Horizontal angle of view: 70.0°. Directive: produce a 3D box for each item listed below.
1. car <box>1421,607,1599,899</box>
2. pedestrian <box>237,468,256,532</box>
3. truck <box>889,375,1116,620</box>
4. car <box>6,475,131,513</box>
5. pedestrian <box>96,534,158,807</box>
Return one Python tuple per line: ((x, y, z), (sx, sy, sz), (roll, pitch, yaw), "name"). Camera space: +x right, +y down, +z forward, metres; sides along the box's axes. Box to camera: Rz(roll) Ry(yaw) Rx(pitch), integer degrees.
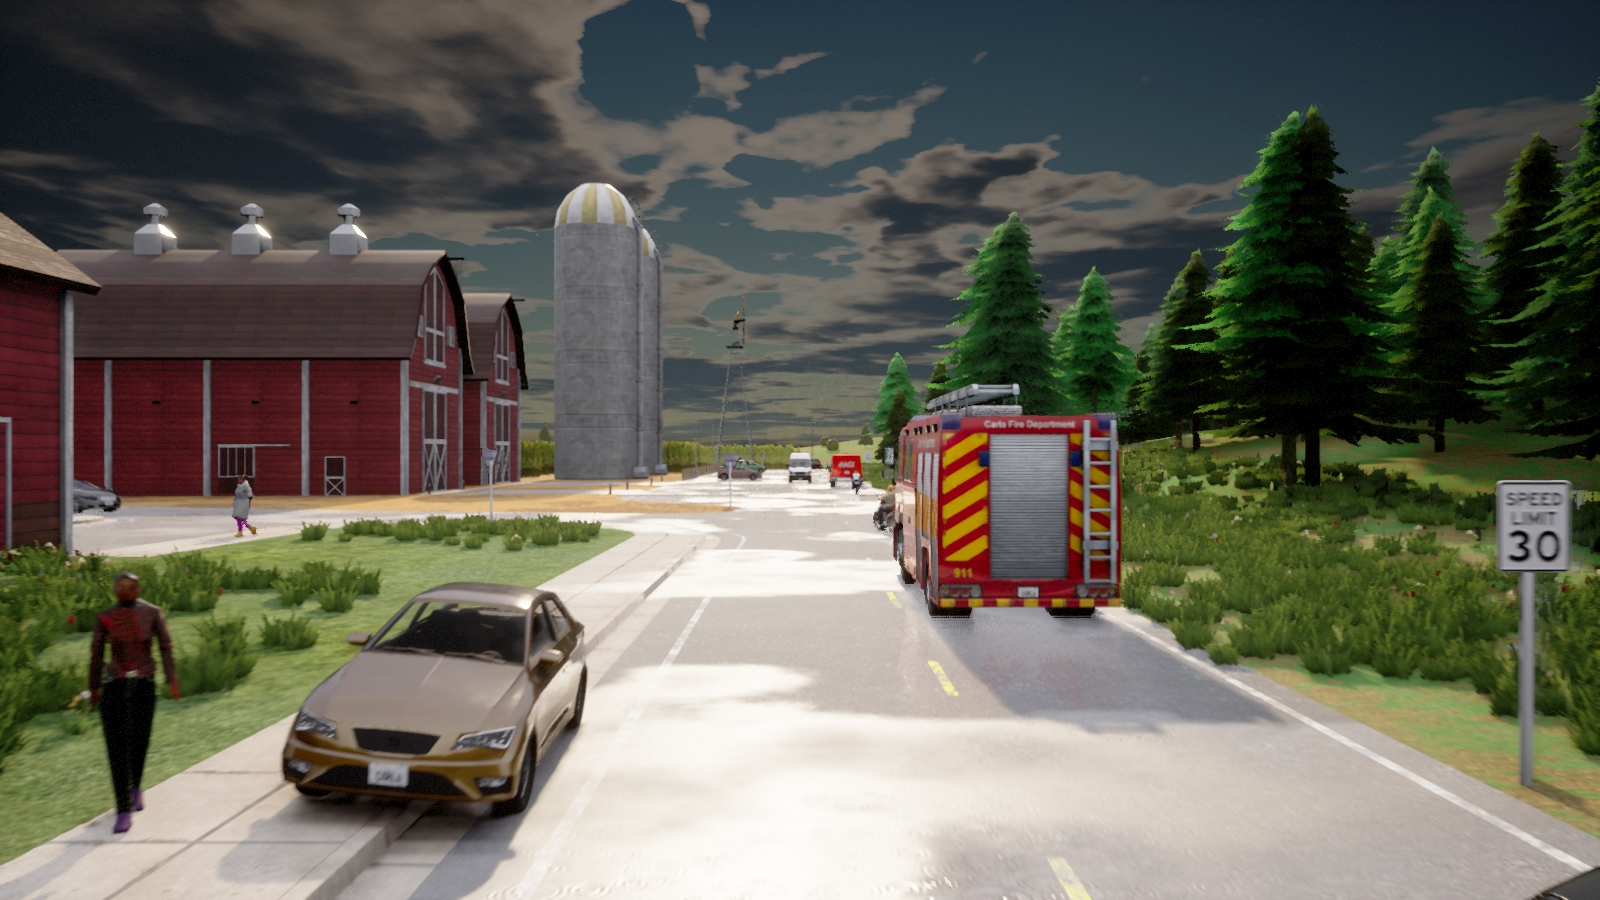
((3.513, 1.640, 1.696), (2.150, 2.045, 5.566), (0, 0, 0), "car")
((-16.275, 1.470, 33.621), (0.375, 1.860, 0.375), (0, 0, 38), "pedestrian")
((3.498, 0.750, 22.089), (2.891, 3.827, 8.468), (0, 0, 0), "truck")
((-32.180, 1.903, 50.291), (4.902, 1.511, 2.128), (0, 0, 21), "car")
((-4.828, 1.555, 8.205), (0.375, 1.860, 0.375), (0, 0, -30), "pedestrian")
